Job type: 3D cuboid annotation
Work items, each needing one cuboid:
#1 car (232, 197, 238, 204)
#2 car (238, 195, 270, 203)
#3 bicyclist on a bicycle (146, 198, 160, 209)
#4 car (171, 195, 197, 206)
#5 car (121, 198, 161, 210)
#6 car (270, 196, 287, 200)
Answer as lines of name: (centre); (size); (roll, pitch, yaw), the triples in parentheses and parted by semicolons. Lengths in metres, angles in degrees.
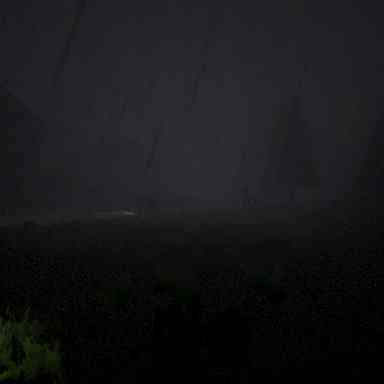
car: (7.953, 1.187, 51.112); (1.837, 1.490, 4.892); (1, 0, 36)
car: (8.564, 1.232, 45.852); (1.812, 1.442, 4.674); (1, 0, 36)
bicyclist on a bicycle: (-2.806, 1.241, 24.000); (1.656, 1.620, 0.582); (4, 2, 36)
car: (-0.972, 1.110, 43.732); (1.816, 1.474, 4.193); (7, 4, 33)
car: (-5.010, 1.242, 33.155); (1.994, 1.385, 4.181); (1, 0, 36)
car: (14.252, 1.307, 53.885); (1.895, 1.301, 4.718); (1, 0, 36)
